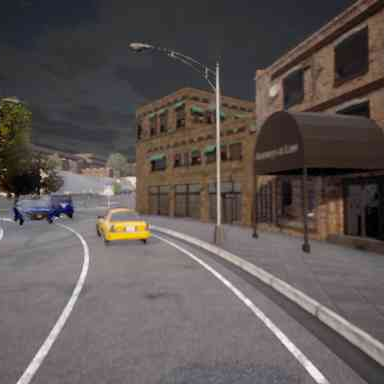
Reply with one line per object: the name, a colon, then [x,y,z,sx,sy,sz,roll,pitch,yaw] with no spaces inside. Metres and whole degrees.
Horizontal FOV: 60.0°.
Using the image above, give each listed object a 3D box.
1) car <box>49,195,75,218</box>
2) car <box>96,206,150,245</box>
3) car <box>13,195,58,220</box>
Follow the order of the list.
car: [-12.301,1.293,29.551,2.150,2.045,5.566,0,-1,-40]
car: [-3.352,1.432,15.511,1.801,1.575,5.366,0,0,-21]
car: [-10.423,1.175,21.716,1.882,1.535,5.008,0,0,-34]
